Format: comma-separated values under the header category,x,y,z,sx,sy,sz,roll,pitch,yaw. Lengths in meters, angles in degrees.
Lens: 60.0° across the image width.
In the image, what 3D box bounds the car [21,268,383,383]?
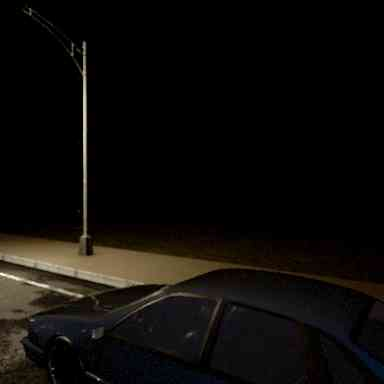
category,x,y,z,sx,sy,sz,roll,pitch,yaw
car,0.461,1.559,3.359,5.357,1.411,2.033,-1,0,36
